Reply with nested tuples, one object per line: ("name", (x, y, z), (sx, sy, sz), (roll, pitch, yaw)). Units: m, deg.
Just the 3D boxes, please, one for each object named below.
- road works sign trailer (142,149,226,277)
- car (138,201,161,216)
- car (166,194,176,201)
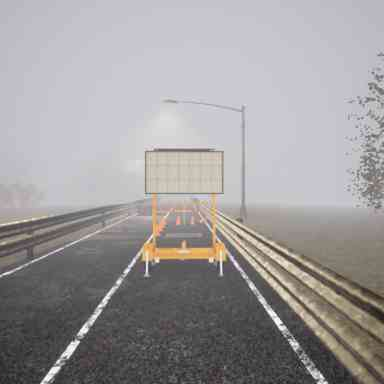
("road works sign trailer", (-0.238, 0.468, 10.300), (2.380, 3.560, 2.880), (0, 0, -1))
("car", (-4.168, 1.577, 33.227), (1.994, 1.385, 4.181), (0, 0, -1))
("car", (-5.374, 1.256, 85.785), (2.150, 2.045, 5.566), (0, 0, -1))
